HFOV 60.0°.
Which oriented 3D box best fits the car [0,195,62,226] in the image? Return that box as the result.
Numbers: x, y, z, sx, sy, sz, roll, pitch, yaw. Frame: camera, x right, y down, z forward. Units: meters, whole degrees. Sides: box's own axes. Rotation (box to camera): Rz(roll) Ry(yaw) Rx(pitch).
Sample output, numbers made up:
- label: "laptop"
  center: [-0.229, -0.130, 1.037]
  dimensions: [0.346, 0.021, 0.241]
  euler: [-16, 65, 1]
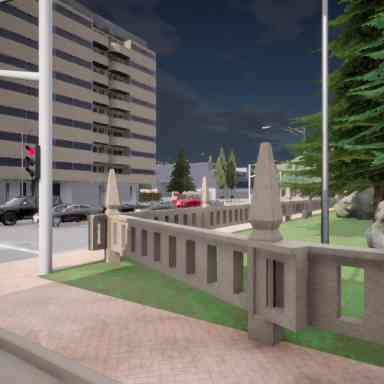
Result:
- label: "car"
  center: [-12.070, 1.277, 24.431]
  dimensions: [2.150, 2.045, 5.566]
  euler: [0, 0, 34]

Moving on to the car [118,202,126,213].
- label: "car"
  center: [-6.555, 1.656, 32.485]
  dimensions: [1.895, 1.301, 4.718]
  euler: [0, 0, 34]

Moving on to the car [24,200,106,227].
- label: "car"
  center: [-8.618, 1.547, 23.274]
  dimensions: [2.128, 1.511, 4.902]
  euler: [0, 0, 34]

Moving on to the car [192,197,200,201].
- label: "car"
  center: [2.267, 1.619, 39.148]
  dimensions: [1.994, 1.385, 4.181]
  euler: [0, 0, 35]

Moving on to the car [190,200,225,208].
- label: "car"
  center: [2.033, 1.619, 26.089]
  dimensions: [1.994, 1.385, 4.181]
  euler: [0, 0, 34]

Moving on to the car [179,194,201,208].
- label: "car"
  center: [-0.572, 1.277, 41.207]
  dimensions: [2.150, 2.045, 5.566]
  euler: [0, 0, 34]

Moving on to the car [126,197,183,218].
- label: "car"
  center: [-3.345, 1.547, 30.974]
  dimensions: [2.128, 1.511, 4.902]
  euler: [0, 0, 34]
